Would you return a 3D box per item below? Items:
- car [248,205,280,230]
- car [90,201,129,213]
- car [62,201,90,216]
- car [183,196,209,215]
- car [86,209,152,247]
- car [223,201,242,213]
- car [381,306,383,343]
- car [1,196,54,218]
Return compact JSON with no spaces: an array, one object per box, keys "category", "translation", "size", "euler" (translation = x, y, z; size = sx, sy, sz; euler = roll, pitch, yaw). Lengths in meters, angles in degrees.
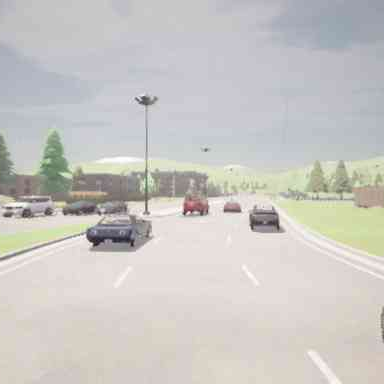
[{"category":"car","translation":[4.809,1.632,22.286],"size":[2.128,1.511,4.902],"euler":[0,0,10]},{"category":"car","translation":[-8.251,1.712,34.898],"size":[2.128,1.511,4.902],"euler":[0,0,12]},{"category":"car","translation":[-11.758,1.700,35.230],"size":[1.882,1.535,5.008],"euler":[0,0,12]},{"category":"car","translation":[0.503,1.452,36.670],"size":[2.150,2.045,5.566],"euler":[0,0,12]},{"category":"car","translation":[-3.191,1.700,15.640],"size":[1.895,1.301,4.718],"euler":[0,0,4]},{"category":"car","translation":[5.046,1.823,41.298],"size":[1.994,1.385,4.181],"euler":[0,0,12]},{"category":"car","translation":[3.528,1.508,2.643],"size":[2.128,1.511,4.902],"euler":[0,0,0]},{"category":"car","translation":[-15.905,1.428,32.611],"size":[2.150,2.045,5.566],"euler":[0,0,12]}]
